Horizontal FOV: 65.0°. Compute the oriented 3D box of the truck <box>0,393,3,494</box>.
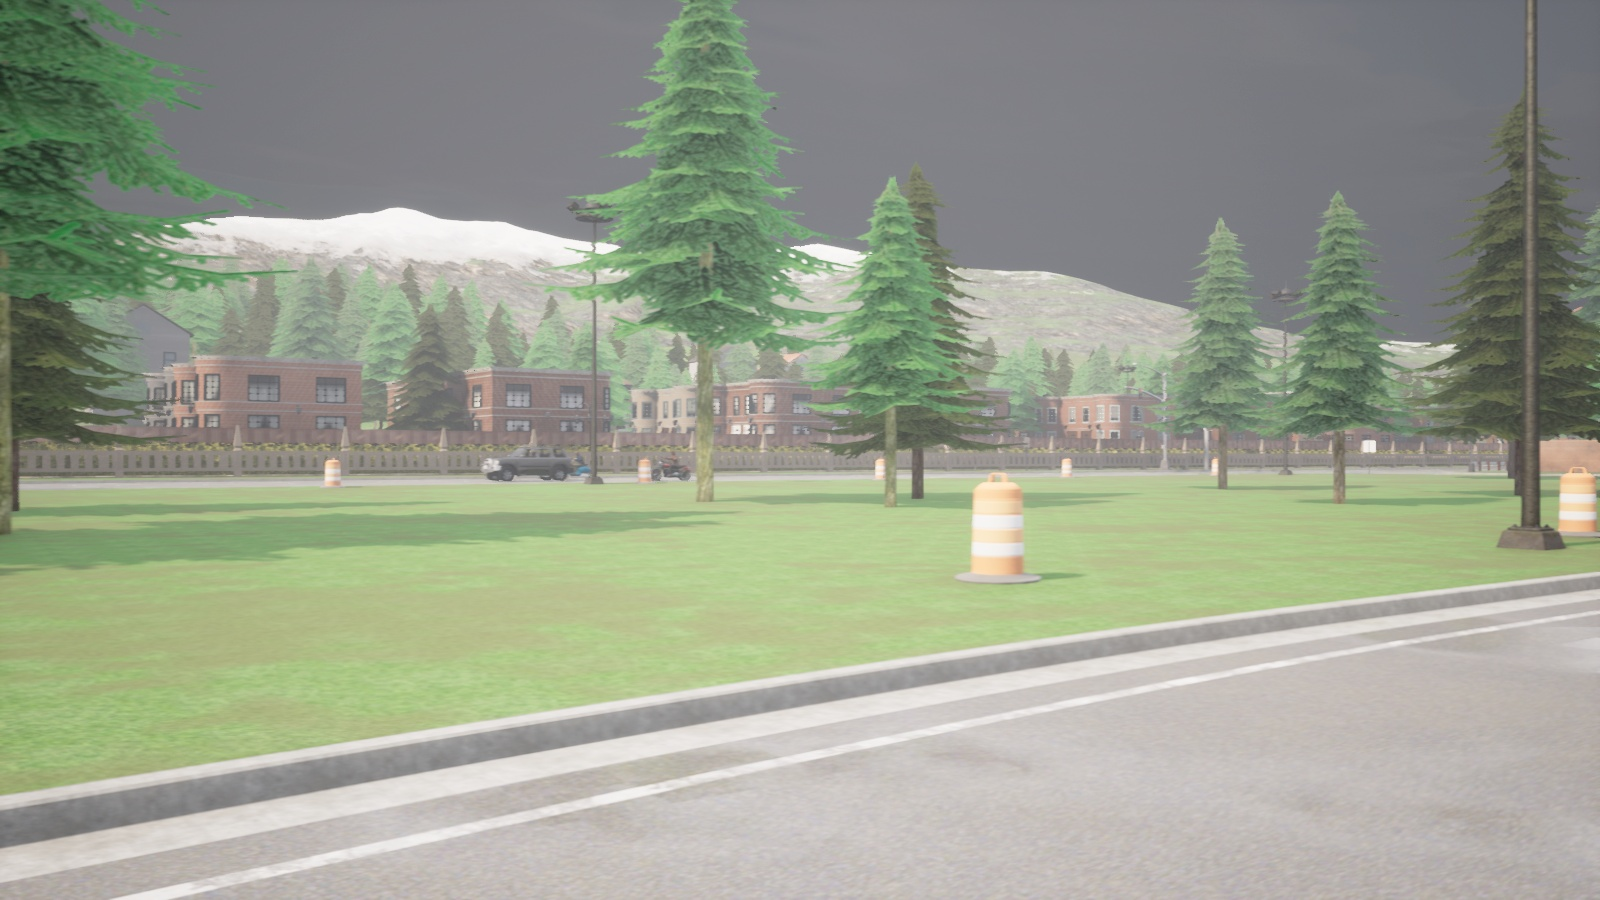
[{"bbox_3d":[-34.345,-0.234,46.126,8.468,3.827,2.891,0,0,-35],"label":"truck"}]

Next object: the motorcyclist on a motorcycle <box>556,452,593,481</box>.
[{"bbox_3d":[-12.568,0.896,69.913,1.817,1.590,0.866,0,0,-35],"label":"motorcyclist on a motorcycle"}]

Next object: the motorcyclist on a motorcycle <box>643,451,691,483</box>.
[{"bbox_3d":[-6.912,0.869,65.120,2.350,1.649,0.766,0,1,-28],"label":"motorcyclist on a motorcycle"}]

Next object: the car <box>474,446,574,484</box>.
[{"bbox_3d":[-14.153,0.750,64.531,4.605,1.855,1.932,0,0,-35],"label":"car"}]
